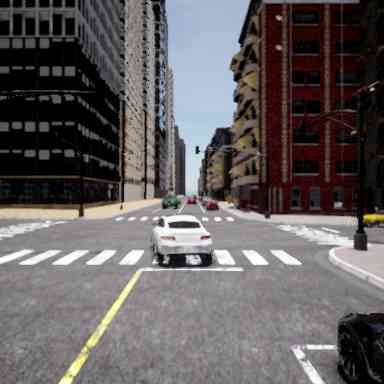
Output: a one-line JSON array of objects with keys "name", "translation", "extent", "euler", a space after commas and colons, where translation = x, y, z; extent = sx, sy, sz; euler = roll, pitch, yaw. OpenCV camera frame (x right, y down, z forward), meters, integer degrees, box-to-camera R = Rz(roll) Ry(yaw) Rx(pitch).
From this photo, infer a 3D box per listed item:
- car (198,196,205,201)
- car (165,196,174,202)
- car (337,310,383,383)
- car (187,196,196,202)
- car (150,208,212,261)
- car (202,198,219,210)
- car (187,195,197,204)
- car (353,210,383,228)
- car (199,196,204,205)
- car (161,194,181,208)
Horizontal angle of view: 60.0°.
[{"name": "car", "translation": [2.629, 1.899, 91.265], "extent": [1.802, 1.307, 4.206], "euler": [0, 0, 0]}, {"name": "car", "translation": [-5.747, 1.845, 85.610], "extent": [2.008, 1.369, 4.403], "euler": [0, 0, 0]}, {"name": "car", "translation": [2.691, 1.574, 2.433], "extent": [1.947, 1.339, 4.313], "euler": [0, 0, 0]}, {"name": "car", "translation": [-0.051, 1.646, 77.056], "extent": [1.994, 1.385, 4.181], "euler": [0, 0, 0]}, {"name": "car", "translation": [-0.499, 1.563, 12.396], "extent": [1.812, 1.442, 4.674], "euler": [0, 0, -10]}, {"name": "car", "translation": [2.712, 1.724, 44.456], "extent": [1.802, 1.307, 4.206], "euler": [0, 0, 0]}, {"name": "car", "translation": [-0.044, 1.785, 67.020], "extent": [1.994, 1.385, 4.181], "euler": [0, 0, 0]}, {"name": "car", "translation": [14.627, 1.909, 24.781], "extent": [4.829, 1.417, 1.752], "euler": [1, -1, -1]}, {"name": "car", "translation": [2.652, 1.739, 57.374], "extent": [2.008, 1.369, 4.403], "euler": [0, 0, 0]}, {"name": "car", "translation": [-3.120, 1.376, 48.077], "extent": [2.150, 2.045, 5.566], "euler": [0, 0, 0]}]
